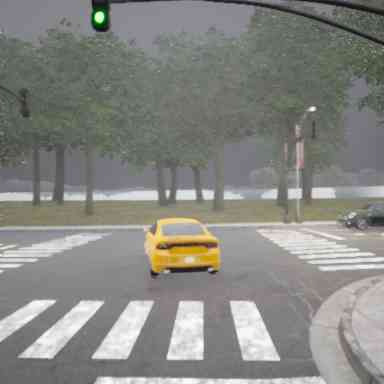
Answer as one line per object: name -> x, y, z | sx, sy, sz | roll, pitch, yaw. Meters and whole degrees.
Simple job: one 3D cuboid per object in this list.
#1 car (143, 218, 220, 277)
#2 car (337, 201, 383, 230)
car -> -0.522, 1.591, 10.828 | 1.882, 1.535, 5.008 | 0, -1, -11
car -> 11.391, 1.361, 20.466 | 4.553, 1.767, 2.097 | -2, -2, 2
